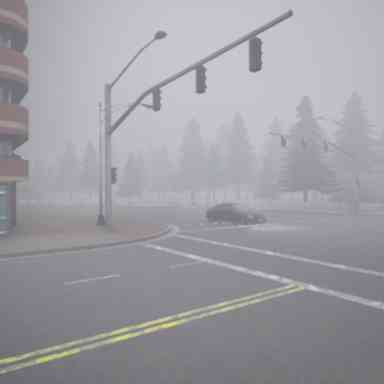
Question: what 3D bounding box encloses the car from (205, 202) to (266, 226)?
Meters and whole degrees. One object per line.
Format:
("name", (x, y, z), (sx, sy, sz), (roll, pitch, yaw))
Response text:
("car", (2.833, 1.454, 22.477), (1.812, 1.442, 4.674), (0, 1, -39))
